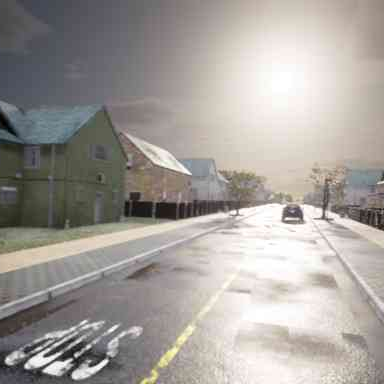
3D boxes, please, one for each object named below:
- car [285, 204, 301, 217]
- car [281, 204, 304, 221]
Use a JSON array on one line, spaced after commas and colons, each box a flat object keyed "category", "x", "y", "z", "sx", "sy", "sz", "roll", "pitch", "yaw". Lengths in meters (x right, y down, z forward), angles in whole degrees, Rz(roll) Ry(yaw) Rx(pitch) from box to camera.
[{"category": "car", "x": 13.424, "y": 2.411, "z": 44.170, "sx": 1.994, "sy": 1.385, "sz": 4.181, "roll": 1, "pitch": -1, "yaw": 17}, {"category": "car", "x": 10.351, "y": 1.987, "z": 34.117, "sx": 2.097, "sy": 1.767, "sz": 4.553, "roll": 1, "pitch": -1, "yaw": 18}]
